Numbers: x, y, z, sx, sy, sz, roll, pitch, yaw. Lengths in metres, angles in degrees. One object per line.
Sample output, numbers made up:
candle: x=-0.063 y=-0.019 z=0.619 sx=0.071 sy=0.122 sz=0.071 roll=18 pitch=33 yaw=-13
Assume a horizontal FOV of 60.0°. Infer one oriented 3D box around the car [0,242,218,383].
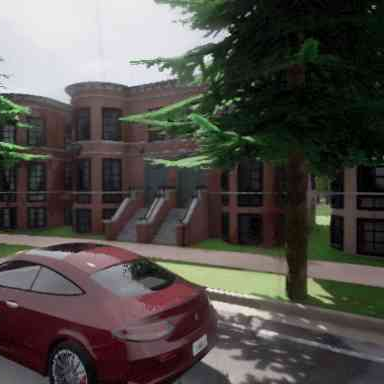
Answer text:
car: x=-1.894 y=1.483 z=4.792 sx=4.674 sy=1.442 sz=1.812 roll=0 pitch=0 yaw=31
